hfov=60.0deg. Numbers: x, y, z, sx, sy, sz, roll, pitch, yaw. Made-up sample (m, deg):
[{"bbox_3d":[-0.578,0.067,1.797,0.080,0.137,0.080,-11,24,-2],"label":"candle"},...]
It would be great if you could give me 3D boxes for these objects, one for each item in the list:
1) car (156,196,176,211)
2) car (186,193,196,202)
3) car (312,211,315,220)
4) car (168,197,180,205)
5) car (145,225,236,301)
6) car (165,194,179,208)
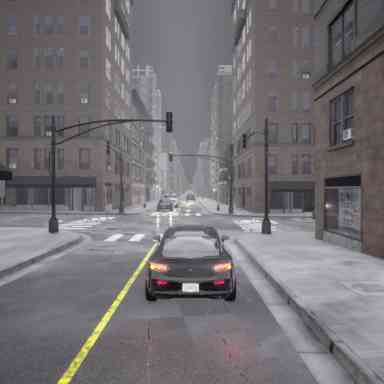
[{"bbox_3d":[-3.264,1.557,40.800,1.837,1.490,4.892,0,0,-2],"label":"car"},{"bbox_3d":[-0.306,1.360,81.732,2.150,2.045,5.566,0,0,0],"label":"car"},{"bbox_3d":[12.257,1.722,26.824,5.008,1.535,1.882,1,0,-1],"label":"car"},{"bbox_3d":[-3.293,1.641,61.433,2.033,1.411,5.357,0,0,0],"label":"car"},{"bbox_3d":[-0.024,1.527,8.196,1.812,1.442,4.674,0,0,0],"label":"car"},{"bbox_3d":[-3.285,1.294,50.854,2.150,2.045,5.566,0,0,0],"label":"car"}]
